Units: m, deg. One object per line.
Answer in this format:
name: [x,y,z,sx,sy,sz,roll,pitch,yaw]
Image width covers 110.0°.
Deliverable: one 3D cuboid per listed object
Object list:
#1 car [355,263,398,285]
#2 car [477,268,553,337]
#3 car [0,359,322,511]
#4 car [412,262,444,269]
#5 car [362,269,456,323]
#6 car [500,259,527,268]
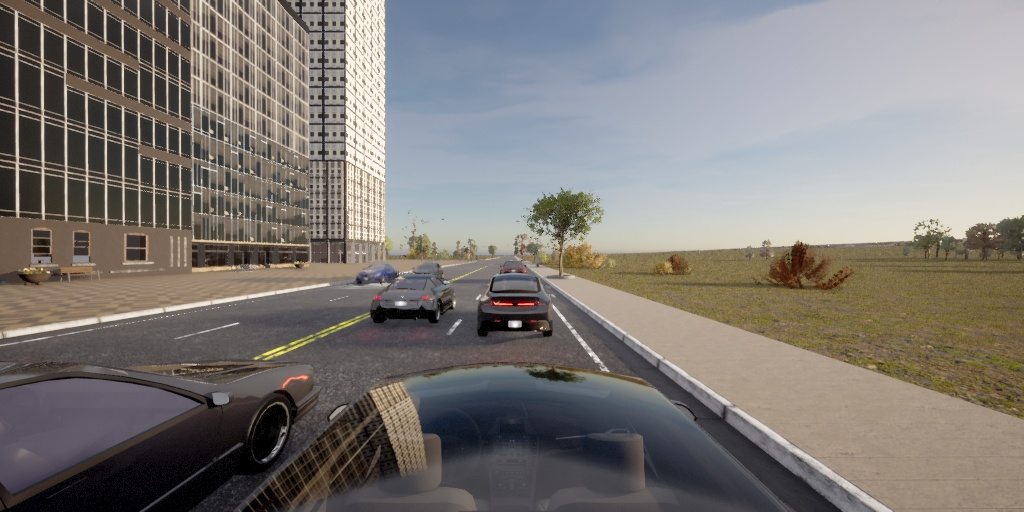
car: [-9.824,1.273,26.470,1.812,1.442,4.674,0,0,0]
car: [0.100,1.254,10.330,1.837,1.490,4.892,0,0,1]
car: [-3.148,1.297,1.720,2.033,1.411,5.357,0,0,0]
car: [-6.587,1.252,28.289,1.837,1.490,4.892,0,0,0]
car: [-3.143,1.313,12.128,1.994,1.385,4.181,0,0,0]
car: [0.113,1.100,28.348,2.097,1.767,4.553,0,0,0]
